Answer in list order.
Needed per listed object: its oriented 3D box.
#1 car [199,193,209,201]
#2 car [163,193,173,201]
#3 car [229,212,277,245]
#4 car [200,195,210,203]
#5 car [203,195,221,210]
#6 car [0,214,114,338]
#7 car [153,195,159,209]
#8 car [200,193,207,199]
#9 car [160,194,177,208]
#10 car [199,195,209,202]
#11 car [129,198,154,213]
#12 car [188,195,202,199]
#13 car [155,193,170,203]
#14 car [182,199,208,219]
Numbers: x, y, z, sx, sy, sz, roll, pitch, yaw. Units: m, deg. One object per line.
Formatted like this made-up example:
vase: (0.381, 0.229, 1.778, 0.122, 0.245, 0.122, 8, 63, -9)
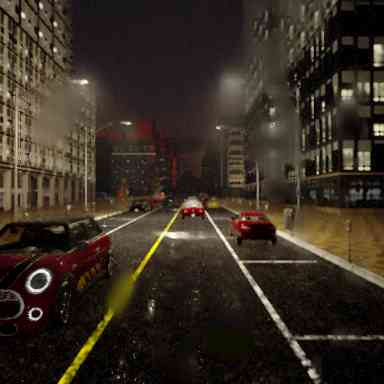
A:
car: (2.769, 1.168, 80.064, 2.192, 1.841, 5.009, 1, 0, 0)
car: (-5.758, 1.168, 80.057, 2.192, 1.841, 5.009, 1, 0, 0)
car: (2.701, 1.553, 15.219, 1.802, 1.307, 4.206, 1, 0, 0)
car: (2.693, 1.438, 69.190, 1.947, 1.339, 4.313, 1, 0, 0)
car: (2.698, 1.446, 42.161, 1.752, 1.417, 4.829, 1, 0, 0)
car: (-3.101, 1.338, 6.905, 2.097, 1.767, 4.553, 0, 0, 0)
car: (-5.683, 1.465, 41.941, 1.887, 1.381, 4.507, 1, 0, 0)
car: (2.695, 1.436, 58.310, 1.887, 1.381, 4.507, 1, 0, 0)
car: (-3.094, 1.415, 47.245, 1.837, 1.490, 4.892, 0, 0, 0)
car: (2.692, 1.428, 74.629, 1.947, 1.339, 4.313, 1, 0, 0)
car: (-5.683, 1.496, 36.495, 1.947, 1.339, 4.313, 1, 0, 0)
car: (0.104, 1.440, 45.033, 1.812, 1.442, 4.674, 0, 0, 0)
car: (-5.681, 1.206, 58.277, 2.192, 1.841, 5.009, 1, 0, 0)
car: (0.096, 1.546, 28.634, 1.895, 1.301, 4.718, 0, 0, 0)
